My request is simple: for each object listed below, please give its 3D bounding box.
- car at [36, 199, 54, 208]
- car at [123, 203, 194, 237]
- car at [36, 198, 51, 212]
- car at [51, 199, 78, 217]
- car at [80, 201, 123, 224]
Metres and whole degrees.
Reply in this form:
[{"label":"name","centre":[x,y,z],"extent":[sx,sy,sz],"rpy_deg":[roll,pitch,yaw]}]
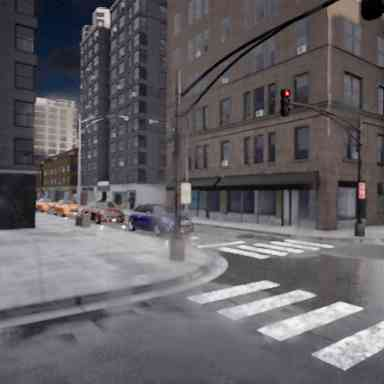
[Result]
[{"label":"car","centre":[-25.187,1.950,56.909],"extent":[1.895,1.301,4.718],"rpy_deg":[1,-1,-35]},{"label":"car","centre":[-1.872,1.485,19.201],"extent":[2.097,1.767,4.553],"rpy_deg":[1,-1,-38]},{"label":"car","centre":[-18.277,1.609,42.233],"extent":[2.097,1.767,4.553],"rpy_deg":[1,-1,-35]},{"label":"car","centre":[-12.668,1.567,34.355],"extent":[2.097,1.767,4.553],"rpy_deg":[1,-1,-35]},{"label":"car","centre":[-7.070,1.525,26.484],"extent":[2.097,1.767,4.553],"rpy_deg":[1,-1,-35]}]
